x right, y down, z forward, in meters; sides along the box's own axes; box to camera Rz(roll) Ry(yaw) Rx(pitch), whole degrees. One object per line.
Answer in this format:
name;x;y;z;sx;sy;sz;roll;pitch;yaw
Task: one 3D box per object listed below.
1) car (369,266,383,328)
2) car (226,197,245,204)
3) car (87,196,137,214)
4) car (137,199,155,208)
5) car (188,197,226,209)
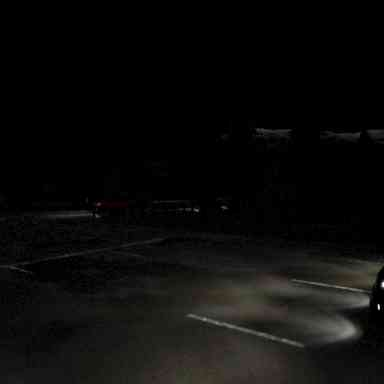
car;5.064;1.352;4.633;4.553;1.767;2.097;0;0;36
car;6.152;1.438;51.852;4.674;1.442;1.812;0;0;-34
car;-8.358;1.259;33.931;2.097;1.767;4.553;0;0;41
car;-6.941;1.495;40.828;1.895;1.301;4.718;0;0;44
car;1.736;1.419;44.086;4.892;1.490;1.837;-1;1;-39
